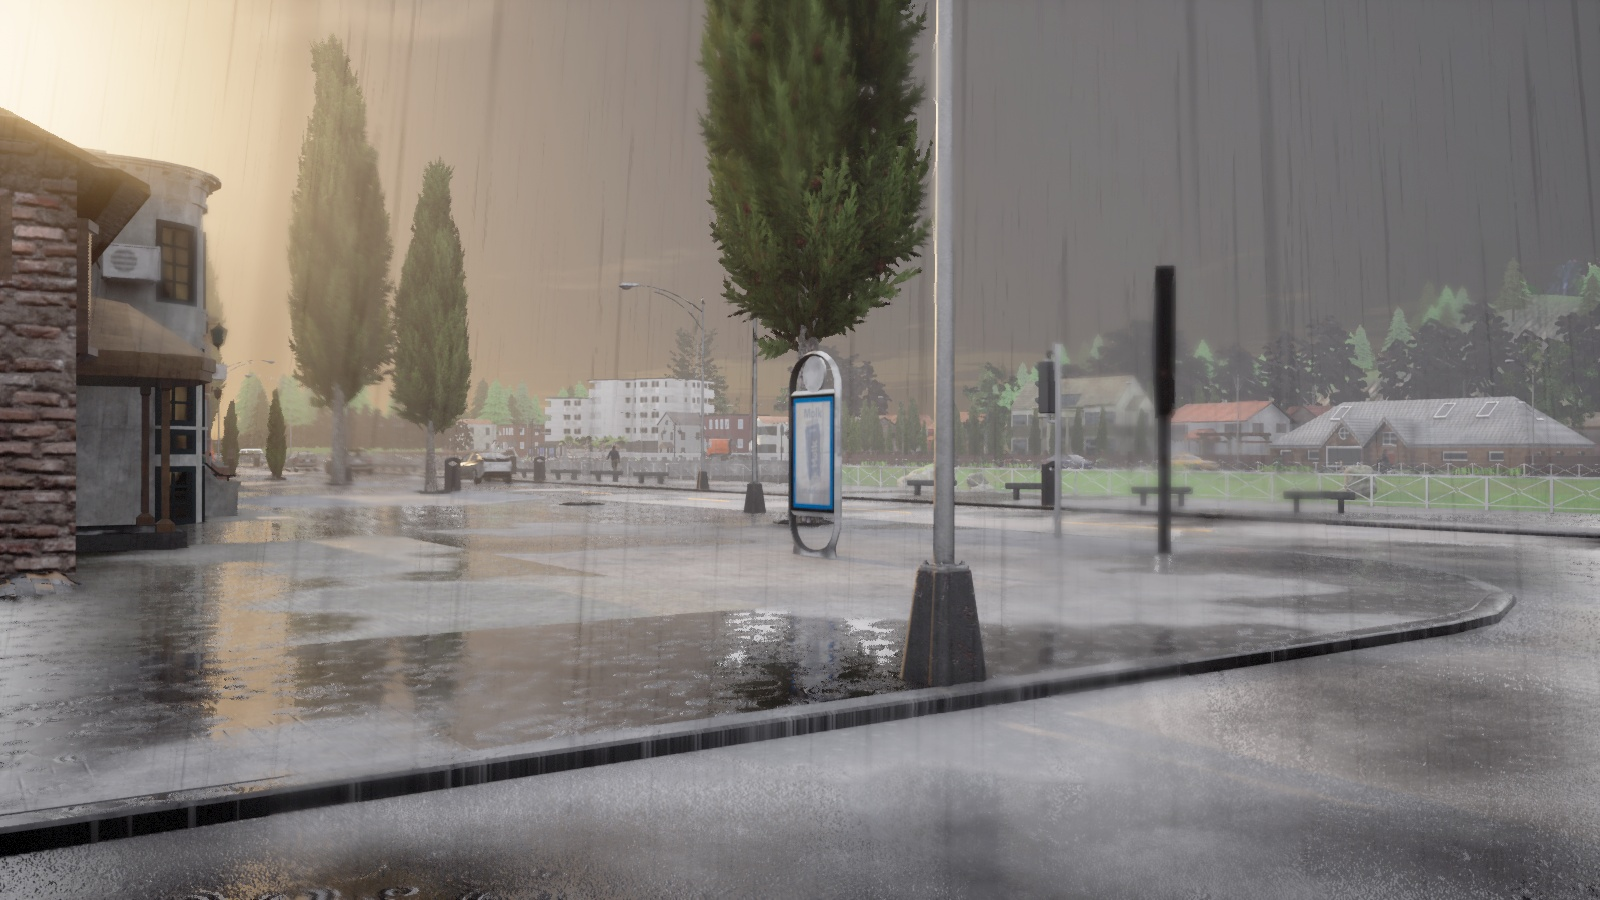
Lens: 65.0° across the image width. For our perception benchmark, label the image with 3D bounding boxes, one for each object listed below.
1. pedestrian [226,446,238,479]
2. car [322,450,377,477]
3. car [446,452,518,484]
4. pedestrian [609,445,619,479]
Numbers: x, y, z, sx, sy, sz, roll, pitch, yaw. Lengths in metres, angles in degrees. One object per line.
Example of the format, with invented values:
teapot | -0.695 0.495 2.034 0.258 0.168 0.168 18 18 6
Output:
pedestrian | -31.471 0.692 69.567 0.331 1.846 0.634 0 0 5
car | -29.390 0.852 81.833 2.242 1.667 4.611 0 0 -34
car | -15.740 0.877 61.975 2.007 1.525 4.514 0 0 -34
pedestrian | -9.976 0.641 67.453 0.370 1.835 0.726 0 0 -20
